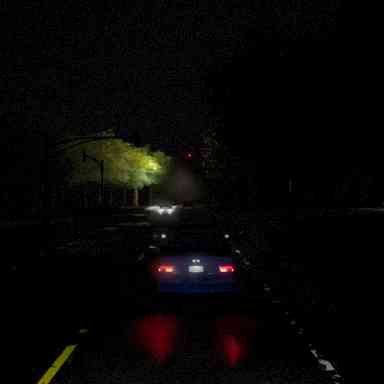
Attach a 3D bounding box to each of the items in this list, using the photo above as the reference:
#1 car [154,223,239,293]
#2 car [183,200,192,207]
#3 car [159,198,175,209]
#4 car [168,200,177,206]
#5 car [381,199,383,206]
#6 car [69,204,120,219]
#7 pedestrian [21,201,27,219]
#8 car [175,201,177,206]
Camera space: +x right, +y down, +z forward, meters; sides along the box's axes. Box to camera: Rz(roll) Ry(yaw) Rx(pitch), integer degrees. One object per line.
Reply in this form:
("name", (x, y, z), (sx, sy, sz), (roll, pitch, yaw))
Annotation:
("car", (0.089, 1.550, 8.997), (2.033, 1.411, 5.357), (0, 0, 0))
("car", (-0.877, 2.324, 67.747), (1.895, 1.301, 4.718), (0, -1, -1))
("car", (-4.261, 2.069, 53.801), (1.895, 1.301, 4.718), (0, -1, -1))
("car", (-4.825, 2.649, 82.828), (1.994, 1.385, 4.181), (0, -2, -1))
("car", (19.964, 0.666, 30.339), (4.892, 1.490, 1.837), (-2, -1, 2))
("car", (-9.907, 1.926, 33.786), (4.718, 1.301, 1.895), (-2, 0, -35))
("pedestrian", (-18.094, 1.918, 35.666), (0.375, 1.860, 0.375), (0, 1, 2))
("car", (-4.519, 2.107, 69.296), (2.097, 1.767, 4.553), (0, -1, -1))
